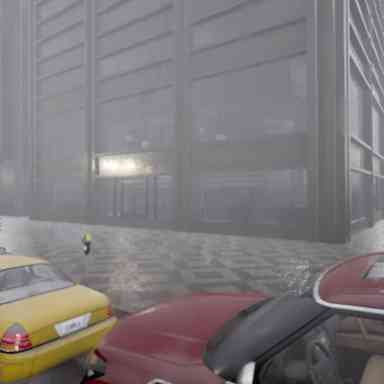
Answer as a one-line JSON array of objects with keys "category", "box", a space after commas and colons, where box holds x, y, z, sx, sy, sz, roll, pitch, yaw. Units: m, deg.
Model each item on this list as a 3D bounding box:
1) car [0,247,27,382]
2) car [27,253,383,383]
[{"category": "car", "box": [-3.298, 1.567, 5.311, 4.829, 1.417, 1.752, -1, 0, 35]}, {"category": "car", "box": [1.464, 1.313, 1.919, 5.009, 1.841, 2.192, -1, 0, 35]}]
